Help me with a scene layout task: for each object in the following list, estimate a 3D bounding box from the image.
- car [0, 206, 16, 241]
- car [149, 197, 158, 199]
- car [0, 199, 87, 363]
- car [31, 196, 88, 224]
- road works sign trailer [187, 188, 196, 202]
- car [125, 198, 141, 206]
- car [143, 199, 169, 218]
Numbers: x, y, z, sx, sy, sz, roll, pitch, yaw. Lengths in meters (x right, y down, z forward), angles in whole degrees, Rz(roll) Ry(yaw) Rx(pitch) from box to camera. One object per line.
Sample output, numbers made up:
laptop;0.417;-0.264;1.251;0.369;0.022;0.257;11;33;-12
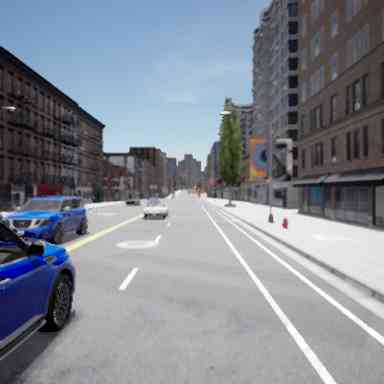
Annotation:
car;-9.846;1.479;14.157;2.128;1.511;4.902;0;0;0
car;-6.544;1.633;56.235;1.812;1.442;4.674;0;0;0
car;-3.157;1.218;3.626;2.150;2.045;5.566;0;0;0
car;-6.597;1.209;15.546;2.150;2.045;5.566;0;0;0
road works sign trailer;0.003;0.820;88.475;2.380;3.560;2.880;-1;-1;3
car;-9.791;1.702;55.170;1.895;1.301;4.718;0;0;1
car;-3.144;1.609;29.986;1.895;1.301;4.718;0;0;0
